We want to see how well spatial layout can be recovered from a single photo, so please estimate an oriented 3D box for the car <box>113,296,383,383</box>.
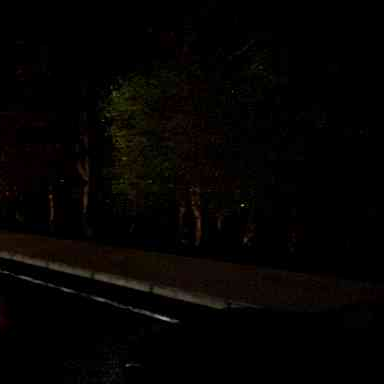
[{"bbox_3d":[1.848,1.548,2.246,5.357,1.411,2.033,0,0,36],"label":"car"}]
